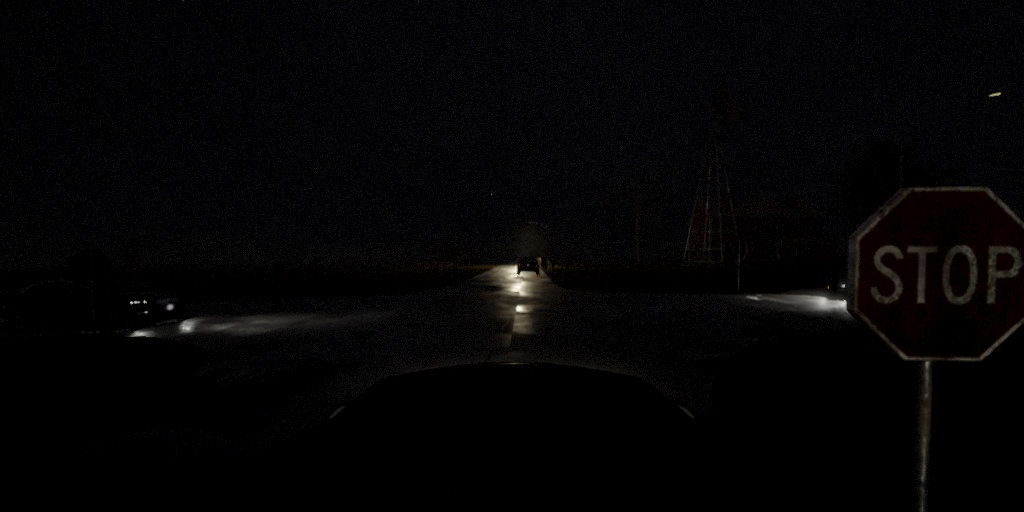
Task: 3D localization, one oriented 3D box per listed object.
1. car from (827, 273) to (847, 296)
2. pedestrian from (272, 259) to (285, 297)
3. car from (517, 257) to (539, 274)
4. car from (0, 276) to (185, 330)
[{"bbox_3d":[14.340,0.895,13.257,4.181,1.385,1.994,-1,2,3],"label":"car"},{"bbox_3d":[-11.408,1.053,17.463,0.375,1.860,0.375,0,3,3],"label":"pedestrian"},{"bbox_3d":[1.625,0.878,36.295,2.097,1.767,4.553,0,0,2],"label":"car"},{"bbox_3d":[-13.399,1.418,11.580,4.902,1.511,2.128,-1,2,3],"label":"car"}]
